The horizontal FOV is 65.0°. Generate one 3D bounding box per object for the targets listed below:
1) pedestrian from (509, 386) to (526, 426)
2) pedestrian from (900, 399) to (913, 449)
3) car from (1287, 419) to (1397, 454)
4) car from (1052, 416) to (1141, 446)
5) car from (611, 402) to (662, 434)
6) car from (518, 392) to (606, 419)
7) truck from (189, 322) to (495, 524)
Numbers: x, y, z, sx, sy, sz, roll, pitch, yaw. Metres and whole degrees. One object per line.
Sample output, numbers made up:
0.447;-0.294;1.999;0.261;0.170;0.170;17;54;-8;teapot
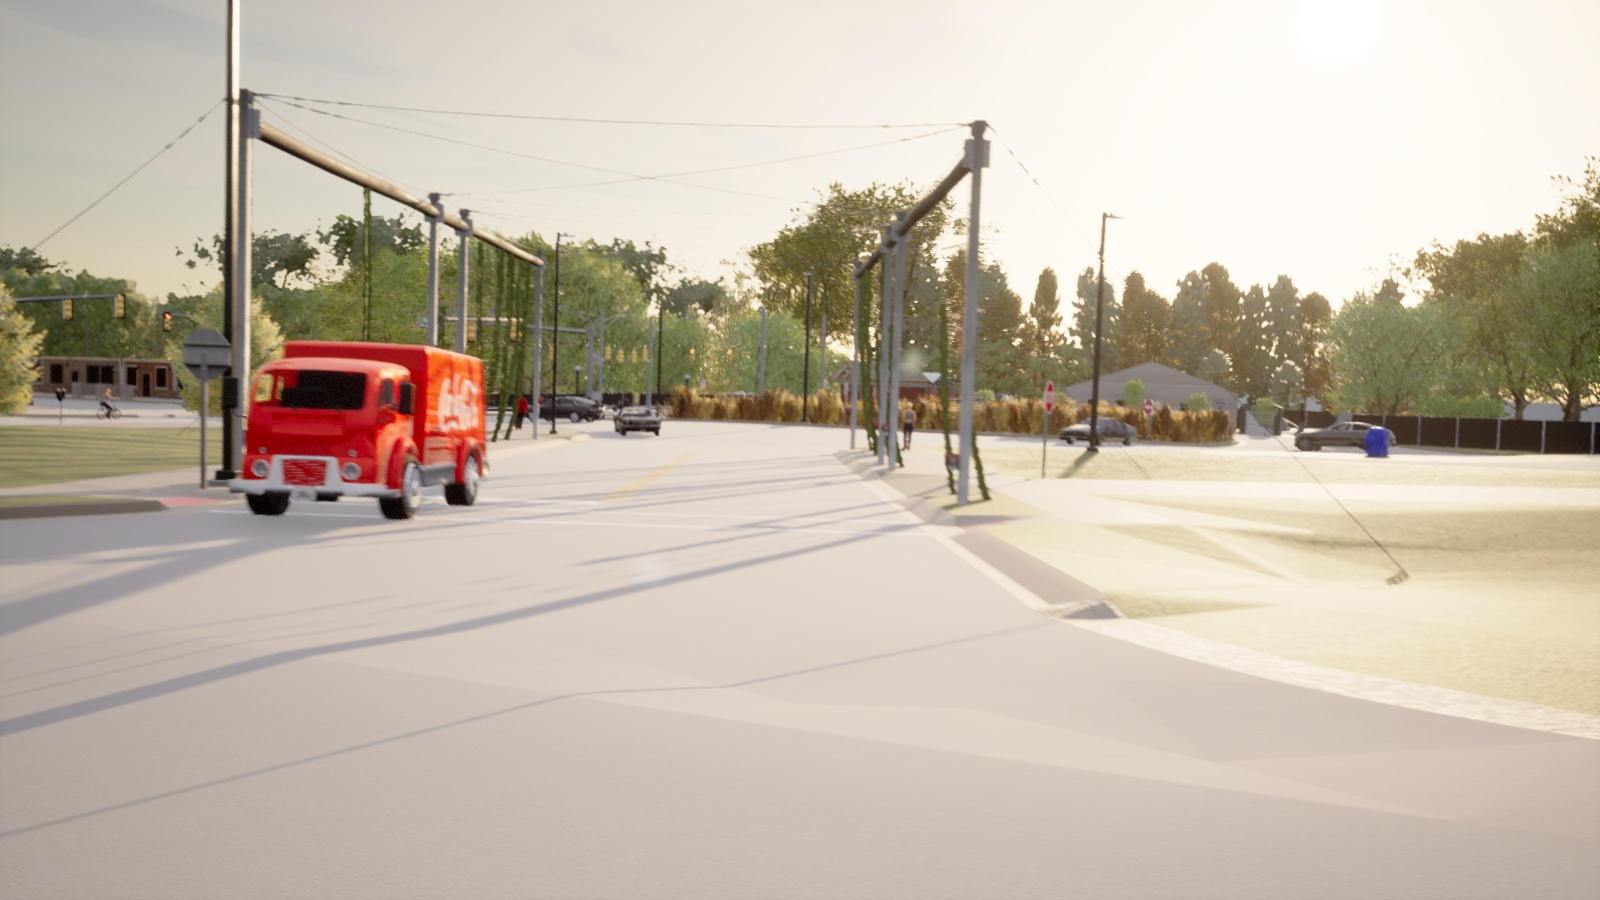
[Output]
-13.345;-2.067;59.326;0.634;1.844;0.899;1;4;-17;pedestrian
4.003;-0.984;47.413;0.345;1.836;0.594;2;4;-1;pedestrian
29.179;-0.756;67.675;5.027;1.651;2.152;3;3;37;car
15.050;-0.955;63.451;2.033;1.411;5.357;4;3;41;car
-8.022;-1.574;61.274;1.895;1.301;4.718;1;4;-14;car
-13.981;-2.624;73.756;4.892;1.490;1.837;2;3;23;car
-6.482;-0.417;18.643;2.627;2.467;5.204;2;2;-1;truck
